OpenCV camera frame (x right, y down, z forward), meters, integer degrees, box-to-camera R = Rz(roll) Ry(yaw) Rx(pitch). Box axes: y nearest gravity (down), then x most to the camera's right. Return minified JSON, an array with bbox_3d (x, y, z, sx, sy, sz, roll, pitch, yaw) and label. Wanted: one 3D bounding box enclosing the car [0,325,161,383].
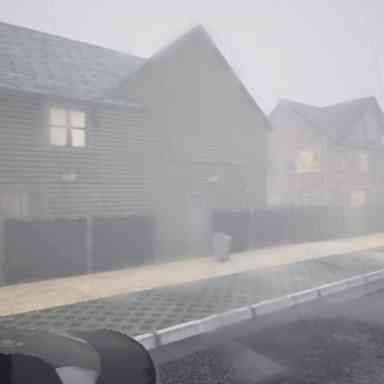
[{"bbox_3d":[-2.222,1.522,1.362,4.674,1.442,1.812,0,0,-36],"label":"car"}]
